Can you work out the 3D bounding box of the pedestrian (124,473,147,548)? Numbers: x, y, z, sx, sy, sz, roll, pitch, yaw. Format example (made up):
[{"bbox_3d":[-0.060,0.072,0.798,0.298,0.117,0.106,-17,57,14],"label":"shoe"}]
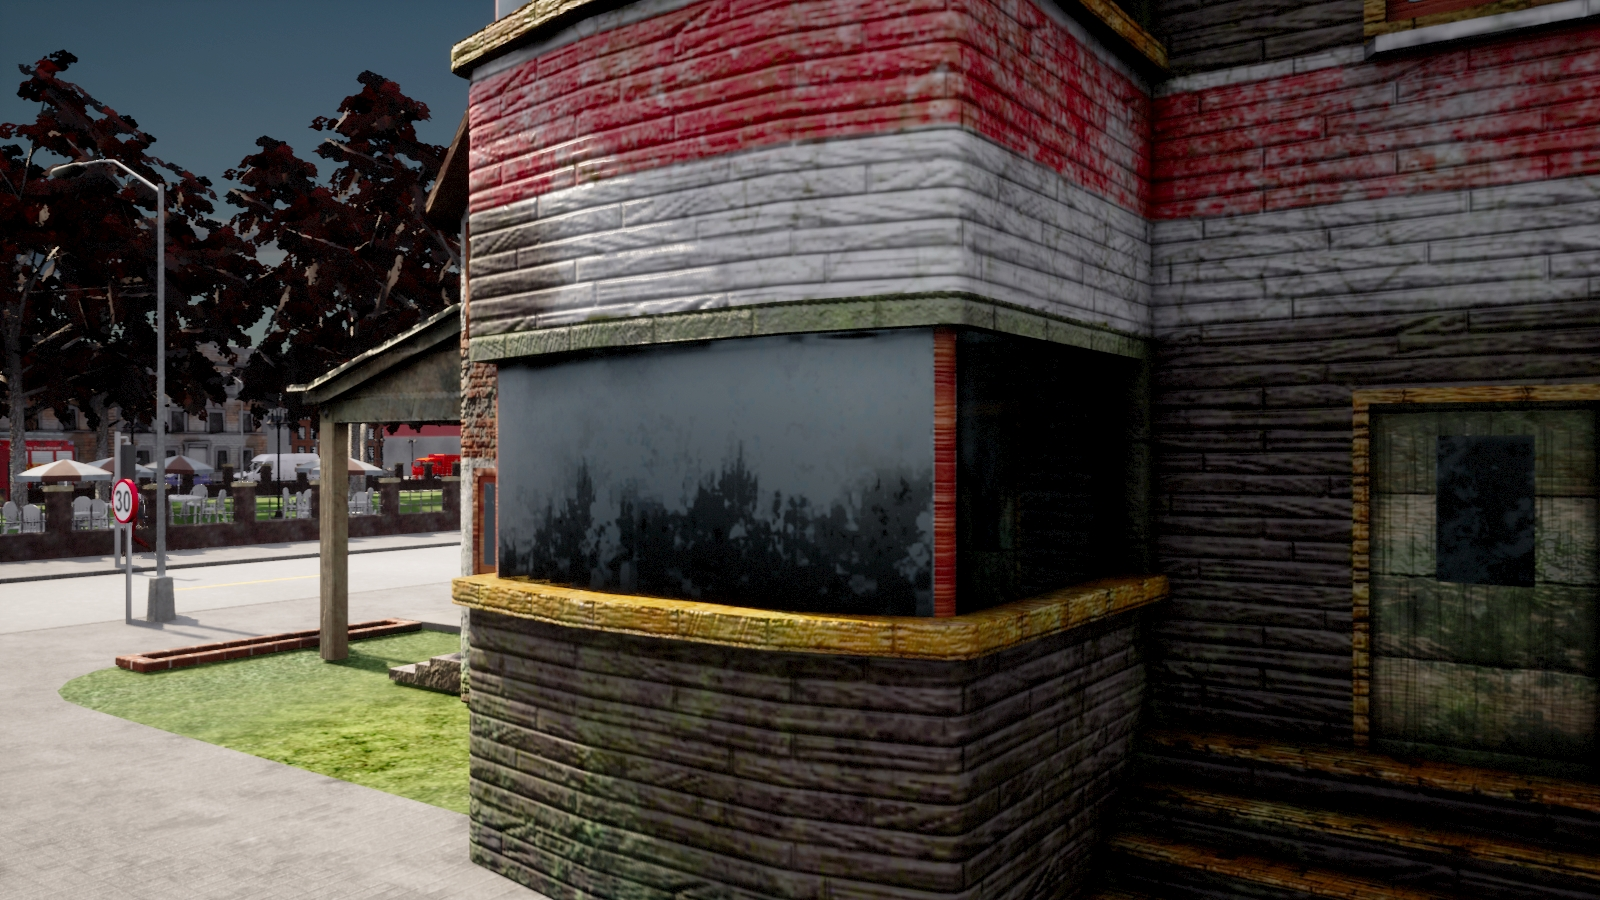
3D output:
[{"bbox_3d":[-16.731,1.521,28.761,0.375,1.860,0.375,0,0,36],"label":"pedestrian"}]
